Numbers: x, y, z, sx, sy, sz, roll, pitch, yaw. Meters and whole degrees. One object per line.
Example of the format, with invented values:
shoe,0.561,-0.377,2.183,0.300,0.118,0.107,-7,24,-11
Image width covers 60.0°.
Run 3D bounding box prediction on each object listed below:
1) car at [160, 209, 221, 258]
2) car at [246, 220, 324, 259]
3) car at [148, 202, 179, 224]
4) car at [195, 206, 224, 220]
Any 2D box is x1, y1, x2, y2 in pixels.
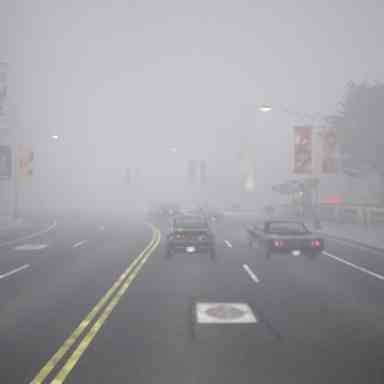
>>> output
car,-0.081,1.659,13.476,1.837,1.490,4.892,0,0,-1
car,3.423,1.750,13.225,1.895,1.301,4.718,0,-1,-1
car,-2.422,1.673,28.617,2.097,1.767,4.553,0,-1,-20
car,1.013,1.932,29.456,1.895,1.301,4.718,0,-1,-19
